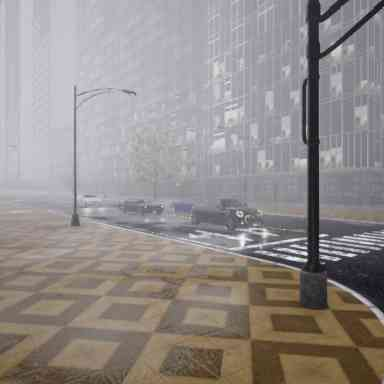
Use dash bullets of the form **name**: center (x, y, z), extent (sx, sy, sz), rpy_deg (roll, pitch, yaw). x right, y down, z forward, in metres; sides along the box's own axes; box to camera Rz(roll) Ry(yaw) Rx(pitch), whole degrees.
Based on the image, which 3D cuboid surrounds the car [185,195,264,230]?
- **car**: center (1.945, 1.104, 19.239), extent (2.097, 1.767, 4.553), rpy_deg (0, 1, -38)

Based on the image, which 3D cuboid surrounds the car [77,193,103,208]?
- **car**: center (-11.230, 0.888, 35.983), extent (1.812, 1.442, 4.674), rpy_deg (0, 1, -38)

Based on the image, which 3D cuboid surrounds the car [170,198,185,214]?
- **car**: center (0.139, 1.092, 27.094), extent (1.882, 1.535, 5.008), rpy_deg (0, 1, -38)

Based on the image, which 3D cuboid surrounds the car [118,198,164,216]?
- **car**: center (-4.212, 1.171, 27.044), extent (1.895, 1.301, 4.718), rpy_deg (0, 1, -38)
